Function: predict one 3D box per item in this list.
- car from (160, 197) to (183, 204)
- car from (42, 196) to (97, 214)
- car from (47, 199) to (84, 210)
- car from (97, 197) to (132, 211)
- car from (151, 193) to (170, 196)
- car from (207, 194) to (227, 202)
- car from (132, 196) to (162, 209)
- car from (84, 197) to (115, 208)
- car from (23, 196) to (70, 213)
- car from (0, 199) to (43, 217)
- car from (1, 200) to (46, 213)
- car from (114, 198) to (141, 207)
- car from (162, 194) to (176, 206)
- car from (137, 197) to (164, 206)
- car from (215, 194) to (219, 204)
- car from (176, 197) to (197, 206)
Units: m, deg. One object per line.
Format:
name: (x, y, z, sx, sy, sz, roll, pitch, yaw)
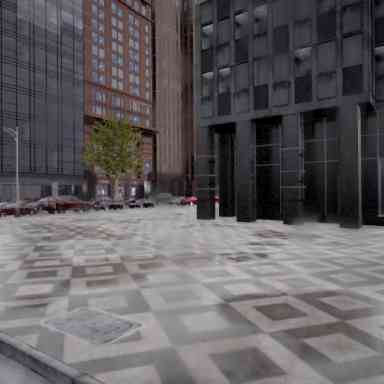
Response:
car: (-3.824, 1.575, 62.557, 1.947, 1.339, 4.313, -1, 0, 35)
car: (-12.857, 1.291, 34.515, 2.192, 1.841, 5.009, -1, 0, 35)
car: (-16.656, 1.643, 44.004, 1.802, 1.307, 4.206, -1, 0, 35)
car: (-9.647, 1.526, 39.152, 1.947, 1.339, 4.313, -1, 0, 35)
car: (-5.568, 1.213, 55.109, 2.150, 2.045, 5.566, -1, -1, 35)
car: (5.799, 1.297, 76.472, 2.192, 1.841, 5.009, -1, 0, 35)
car: (-6.440, 1.510, 43.788, 1.947, 1.339, 4.313, -1, 0, 35)
car: (-13.450, 1.486, 48.642, 1.967, 1.590, 4.097, -1, 0, 35)
car: (-16.879, 1.393, 38.843, 2.097, 1.767, 4.553, -1, 0, 35)
car: (-16.063, 1.577, 29.876, 1.802, 1.307, 4.206, -1, 0, 35)
car: (-19.864, 1.644, 39.366, 1.947, 1.339, 4.313, -1, 0, 35)
car: (-10.240, 1.614, 53.280, 1.802, 1.307, 4.206, -1, 0, 35)
car: (-2.033, 1.497, 54.758, 2.033, 1.411, 5.357, -1, 0, 35)
car: (-7.129, 1.546, 57.778, 1.752, 1.417, 4.829, -1, 0, 35)
car: (3.181, 1.223, 57.703, 2.192, 1.841, 5.009, -1, 0, 35)
car: (-0.025, 1.463, 53.064, 1.887, 1.381, 4.507, -1, 0, 35)
